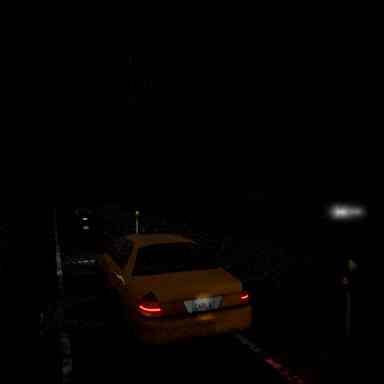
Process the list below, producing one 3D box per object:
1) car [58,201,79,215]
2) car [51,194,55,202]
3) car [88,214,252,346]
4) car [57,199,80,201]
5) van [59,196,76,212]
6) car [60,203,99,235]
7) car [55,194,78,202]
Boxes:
[{"bbox_3d":[-8.283,1.550,23.755,2.008,1.369,4.403,0,0,-23],"label":"car"},{"bbox_3d":[-31.891,1.465,79.418,1.967,1.590,4.097,0,0,-24],"label":"car"},{"bbox_3d":[-0.844,1.457,6.737,1.801,1.575,5.366,0,0,-23],"label":"car"},{"bbox_3d":[-10.416,1.565,28.851,1.947,1.339,4.313,0,0,-23],"label":"car"},{"bbox_3d":[-14.681,1.341,39.042,1.690,1.788,3.998,0,0,-23],"label":"van"},{"bbox_3d":[-6.151,1.550,18.660,2.008,1.369,4.403,0,0,-23],"label":"car"},{"bbox_3d":[-12.549,1.315,33.946,2.192,1.841,5.009,0,0,-23],"label":"car"}]
